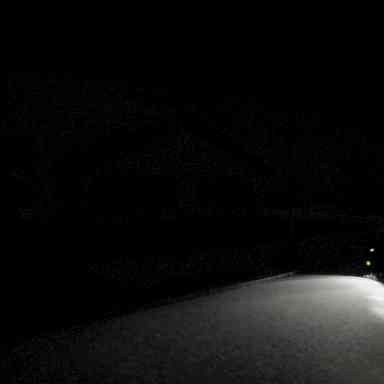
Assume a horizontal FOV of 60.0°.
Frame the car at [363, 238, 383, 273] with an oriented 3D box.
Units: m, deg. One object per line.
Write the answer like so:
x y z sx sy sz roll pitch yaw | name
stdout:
6.679 1.563 9.338 4.181 1.385 1.994 0 0 -35 | car
